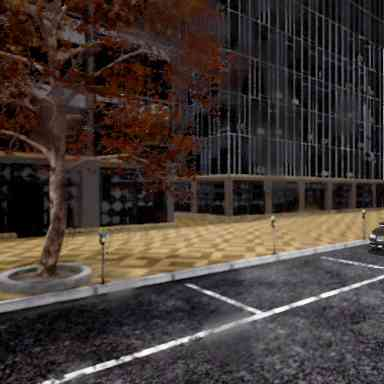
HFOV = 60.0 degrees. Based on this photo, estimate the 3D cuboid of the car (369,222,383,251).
[{"bbox_3d":[8.371,1.484,12.531,4.403,1.369,2.008,0,0,-36],"label":"car"}]
